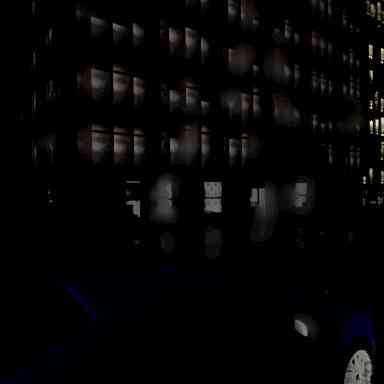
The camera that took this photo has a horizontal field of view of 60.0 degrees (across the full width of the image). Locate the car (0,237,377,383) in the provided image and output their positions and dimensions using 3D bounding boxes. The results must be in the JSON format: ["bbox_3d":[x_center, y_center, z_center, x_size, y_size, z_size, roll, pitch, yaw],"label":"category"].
[{"bbox_3d":[-0.145,1.477,3.214,5.008,1.535,1.882,0,0,-35],"label":"car"}]

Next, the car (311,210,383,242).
[{"bbox_3d":[7.474,1.542,15.764,4.507,1.381,1.887,0,-1,-35],"label":"car"}]
